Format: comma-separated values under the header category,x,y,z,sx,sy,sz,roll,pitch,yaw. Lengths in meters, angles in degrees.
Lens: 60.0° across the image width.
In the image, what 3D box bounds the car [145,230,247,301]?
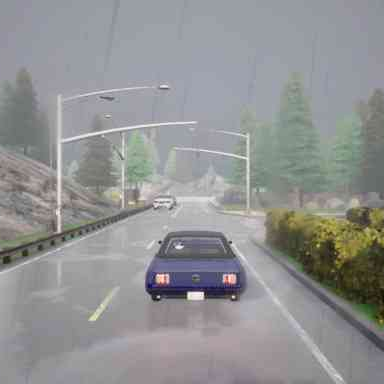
category,x,y,z,sx,sy,sz,roll,pitch,yaw
car,0.081,1.601,8.263,1.895,1.301,4.718,0,0,0

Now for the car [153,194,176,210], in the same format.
category,x,y,z,sx,sy,sz,roll,pitch,yaw
car,-3.597,1.221,42.693,2.150,2.045,5.566,0,0,0

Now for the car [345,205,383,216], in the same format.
category,x,y,z,sx,sy,sz,roll,pitch,yaw
car,15.491,1.763,27.836,4.718,1.301,1.895,0,0,0
